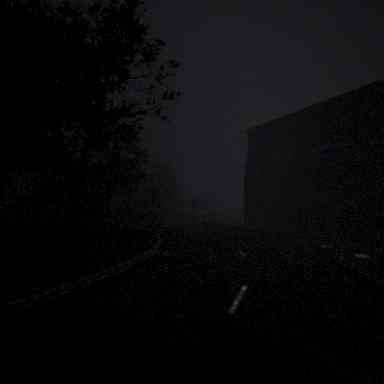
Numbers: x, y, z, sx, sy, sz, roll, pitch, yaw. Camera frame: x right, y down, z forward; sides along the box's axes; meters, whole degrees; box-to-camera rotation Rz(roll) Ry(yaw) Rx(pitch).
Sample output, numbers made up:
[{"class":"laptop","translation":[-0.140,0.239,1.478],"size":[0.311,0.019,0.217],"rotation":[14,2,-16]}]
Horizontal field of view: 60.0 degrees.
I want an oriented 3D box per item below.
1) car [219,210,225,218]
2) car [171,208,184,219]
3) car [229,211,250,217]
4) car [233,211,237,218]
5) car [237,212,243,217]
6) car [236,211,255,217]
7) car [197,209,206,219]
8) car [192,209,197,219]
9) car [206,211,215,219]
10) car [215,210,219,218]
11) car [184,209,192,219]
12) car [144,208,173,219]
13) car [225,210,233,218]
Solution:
[{"class":"car","translation":[4.750,5.471,79.199],"size":[4.792,1.488,2.163],"rotation":[1,-2,14]},{"class":"car","translation":[-5.109,4.115,64.388],"size":[5.566,2.045,2.435],"rotation":[1,-3,13]},{"class":"car","translation":[13.105,6.088,91.419],"size":[5.366,1.575,1.946],"rotation":[0,-2,15]},{"class":"car","translation":[8.149,5.727,84.096],"size":[4.892,1.521,2.231],"rotation":[1,-3,15]},{"class":"car","translation":[9.859,5.852,86.521],"size":[5.008,1.535,2.097],"rotation":[1,-2,15]},{"class":"car","translation":[15.019,6.212,93.779],"size":[5.008,1.535,2.097],"rotation":[0,-2,16]},{"class":"car","translation":[-0.387,4.934,71.843],"size":[5.366,1.575,1.946],"rotation":[1,-3,13]},{"class":"car","translation":[-1.867,4.627,69.351],"size":[4.553,1.767,2.185],"rotation":[1,-4,13]},{"class":"car","translation":[1.485,4.868,74.289],"size":[5.566,2.045,2.435],"rotation":[1,-3,14]},{"class":"car","translation":[3.142,5.160,76.740],"size":[4.553,1.767,2.185],"rotation":[1,-3,14]},{"class":"car","translation":[-3.431,4.310,66.871],"size":[5.566,2.045,2.435],"rotation":[1,-4,13]},{"class":"car","translation":[-6.695,4.174,61.877],"size":[4.892,1.521,2.231],"rotation":[1,-3,13]},{"class":"car","translation":[6.439,5.337,81.660],"size":[5.566,2.045,2.435],"rotation":[1,-2,14]}]
